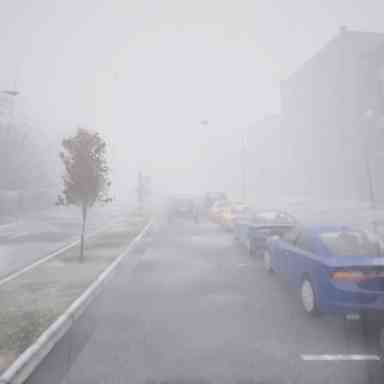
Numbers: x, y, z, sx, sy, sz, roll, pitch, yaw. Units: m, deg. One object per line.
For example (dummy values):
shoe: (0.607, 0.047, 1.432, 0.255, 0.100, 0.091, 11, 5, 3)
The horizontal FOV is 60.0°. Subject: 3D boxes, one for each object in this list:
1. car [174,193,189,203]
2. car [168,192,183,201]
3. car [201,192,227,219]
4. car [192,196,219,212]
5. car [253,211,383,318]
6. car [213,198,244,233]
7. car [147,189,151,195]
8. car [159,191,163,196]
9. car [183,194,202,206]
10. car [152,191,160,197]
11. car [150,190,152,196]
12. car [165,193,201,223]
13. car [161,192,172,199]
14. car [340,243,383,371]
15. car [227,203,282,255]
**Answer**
car: (-1.830, 0.924, 57.291, 1.946, 1.575, 5.366, 0, 1, -10)
car: (-3.175, 0.869, 64.203, 2.163, 1.488, 4.792, 0, 1, -11)
car: (1.870, 0.999, 29.656, 2.435, 2.045, 5.566, 0, 1, -5)
car: (1.364, 1.194, 35.183, 2.231, 1.521, 4.892, 0, 1, -5)
car: (2.978, 1.430, 7.394, 2.097, 1.535, 5.008, 0, 0, -1)
car: (2.614, 1.346, 18.709, 1.946, 1.575, 5.366, 0, 0, -2)
car: (-10.673, 0.416, 95.018, 2.163, 1.488, 4.792, 0, 1, -14)
car: (-5.316, 0.713, 73.558, 2.097, 1.535, 5.008, 0, 1, -13)
car: (-0.046, 1.058, 46.419, 1.946, 1.575, 5.366, 0, 1, -8)
car: (-7.977, 0.556, 84.223, 2.231, 1.521, 4.892, 0, 1, -14)
car: (-9.322, 0.513, 89.608, 2.002, 1.452, 4.674, 0, 1, -14)
car: (-0.741, 1.170, 24.174, 2.097, 1.767, 4.553, 0, 1, -4)
car: (-2.404, 1.125, 41.229, 2.128, 1.511, 4.902, 0, 1, -7)
car: (3.055, 1.469, 1.832, 2.231, 1.521, 4.892, 0, 0, 0)
car: (2.846, 1.392, 12.961, 2.097, 1.535, 5.008, 0, 0, -1)
